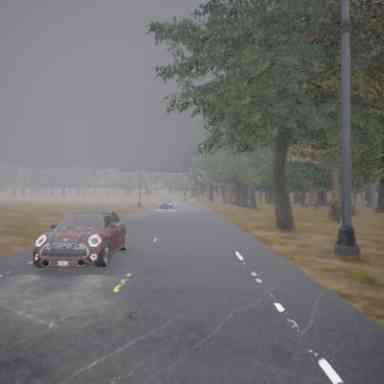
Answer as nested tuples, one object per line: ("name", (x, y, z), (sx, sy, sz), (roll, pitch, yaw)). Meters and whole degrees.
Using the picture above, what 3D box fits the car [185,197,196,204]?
("car", (-0.110, 2.158, 87.355), (2.097, 1.767, 4.553), (0, -1, -2))

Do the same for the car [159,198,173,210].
("car", (-4.055, 1.809, 52.424), (2.097, 1.767, 4.553), (0, -1, -1))

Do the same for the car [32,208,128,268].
("car", (-3.633, 1.428, 11.586), (2.097, 1.767, 4.553), (0, 0, 0))
